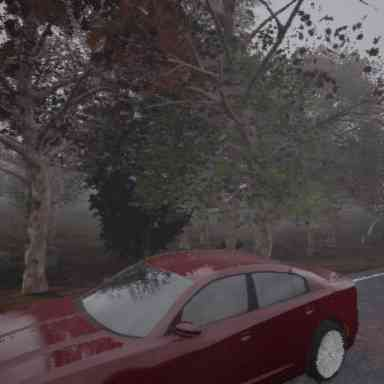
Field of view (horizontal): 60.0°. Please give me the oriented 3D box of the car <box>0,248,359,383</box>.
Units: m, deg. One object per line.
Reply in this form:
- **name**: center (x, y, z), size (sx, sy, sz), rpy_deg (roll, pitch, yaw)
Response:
- **car**: center (-0.027, 1.502, 3.963), size (5.008, 1.535, 1.882), rpy_deg (1, -1, -35)
